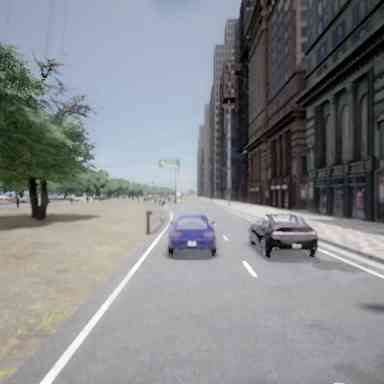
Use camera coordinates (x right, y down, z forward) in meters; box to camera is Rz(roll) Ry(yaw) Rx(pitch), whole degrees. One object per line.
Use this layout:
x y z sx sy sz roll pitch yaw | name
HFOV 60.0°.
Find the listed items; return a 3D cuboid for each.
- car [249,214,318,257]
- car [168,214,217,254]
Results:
3.516 1.619 13.526 2.128 1.511 4.902 0 0 0 | car
0.020 1.655 13.920 1.812 1.442 4.674 0 0 0 | car
